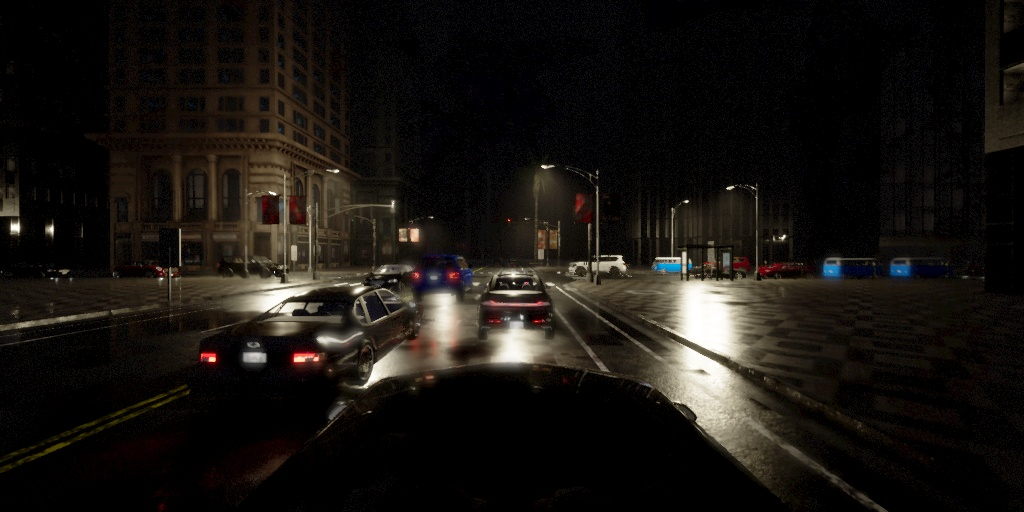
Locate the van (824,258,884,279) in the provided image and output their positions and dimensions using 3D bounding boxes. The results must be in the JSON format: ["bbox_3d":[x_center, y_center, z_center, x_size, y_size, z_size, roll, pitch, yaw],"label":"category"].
[{"bbox_3d":[28.424,1.081,29.836,3.998,1.789,1.690,0,0,0],"label":"van"}]

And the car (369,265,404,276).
[{"bbox_3d":[-6.616,1.241,20.027,2.128,1.511,4.902,0,0,0],"label":"car"}]

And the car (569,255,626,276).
[{"bbox_3d":[8.518,0.957,36.026,5.566,2.045,2.150,0,0,5],"label":"car"}]

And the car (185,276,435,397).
[{"bbox_3d":[-3.148,1.297,6.912,2.033,1.411,5.357,0,0,0],"label":"car"}]

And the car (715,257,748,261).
[{"bbox_3d":[22.741,1.034,38.358,5.009,1.841,2.192,0,0,0],"label":"car"}]

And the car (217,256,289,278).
[{"bbox_3d":[-23.445,0.996,32.528,5.566,2.045,2.150,0,0,0],"label":"car"}]

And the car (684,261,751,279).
[{"bbox_3d":[17.069,1.298,29.831,4.403,1.370,2.007,0,0,0],"label":"car"}]

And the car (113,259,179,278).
[{"bbox_3d":[-33.164,1.137,32.582,4.553,1.767,2.097,0,0,0],"label":"car"}]

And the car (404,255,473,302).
[{"bbox_3d":[-3.152,0.972,17.153,2.150,2.045,5.566,0,0,0],"label":"car"}]

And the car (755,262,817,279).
[{"bbox_3d":[22.747,1.325,29.833,4.207,1.307,1.802,0,0,0],"label":"car"}]

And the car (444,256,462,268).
[{"bbox_3d":[-9.835,0.973,60.140,2.150,2.045,5.566,0,0,0],"label":"car"}]

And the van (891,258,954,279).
[{"bbox_3d":[34.101,1.079,29.838,3.998,1.789,1.690,0,0,0],"label":"van"}]

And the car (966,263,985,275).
[{"bbox_3d":[48.306,1.201,35.608,5.008,1.535,1.882,0,0,0],"label":"car"}]

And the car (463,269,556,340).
[{"bbox_3d":[0.093,1.239,9.981,2.128,1.511,4.902,0,0,0],"label":"car"}]

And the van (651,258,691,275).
[{"bbox_3d":[17.064,1.064,38.356,3.998,1.789,1.690,0,0,0],"label":"van"}]

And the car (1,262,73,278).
[{"bbox_3d":[-43.147,1.289,32.635,4.902,1.511,2.128,0,0,0],"label":"car"}]
